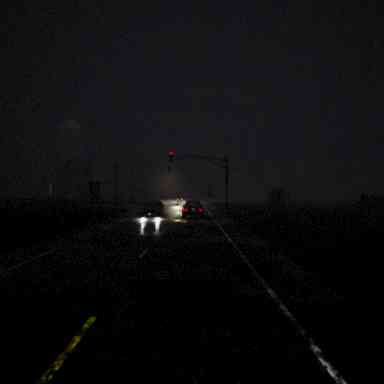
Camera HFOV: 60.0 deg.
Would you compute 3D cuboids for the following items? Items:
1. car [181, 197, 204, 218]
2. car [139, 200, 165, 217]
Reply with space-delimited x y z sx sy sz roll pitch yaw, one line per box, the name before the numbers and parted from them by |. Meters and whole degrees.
car | 0.102 1.447 28.879 2.033 1.411 5.357 0 0 0
car | -3.527 1.443 30.457 2.033 1.411 5.357 0 0 1
